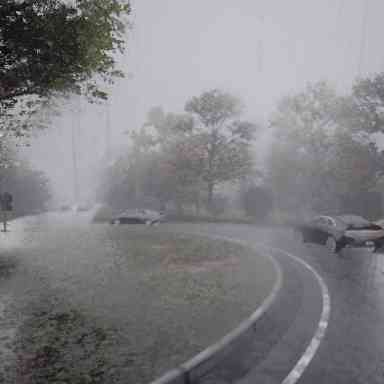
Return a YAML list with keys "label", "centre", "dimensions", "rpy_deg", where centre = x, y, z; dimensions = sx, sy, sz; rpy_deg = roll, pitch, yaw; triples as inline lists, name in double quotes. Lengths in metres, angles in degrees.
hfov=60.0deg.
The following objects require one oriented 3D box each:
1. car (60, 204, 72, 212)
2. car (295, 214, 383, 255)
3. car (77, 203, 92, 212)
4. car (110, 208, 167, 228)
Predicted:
- label: "car"
  centre: [-25.124, 3.199, 66.549]
  dimensions: [2.033, 1.411, 5.357]
  rpy_deg: [-1, -1, -14]
- label: "car"
  centre: [6.138, 1.692, 14.401]
  dimensions: [2.128, 1.511, 4.902]
  rpy_deg: [0, -1, -6]
- label: "car"
  centre: [-20.439, 3.064, 62.356]
  dimensions: [2.033, 1.411, 5.357]
  rpy_deg: [-1, -1, -14]
- label: "car"
  centre: [-4.425, 2.092, 27.294]
  dimensions: [4.902, 1.511, 2.128]
  rpy_deg: [-2, -1, 21]
